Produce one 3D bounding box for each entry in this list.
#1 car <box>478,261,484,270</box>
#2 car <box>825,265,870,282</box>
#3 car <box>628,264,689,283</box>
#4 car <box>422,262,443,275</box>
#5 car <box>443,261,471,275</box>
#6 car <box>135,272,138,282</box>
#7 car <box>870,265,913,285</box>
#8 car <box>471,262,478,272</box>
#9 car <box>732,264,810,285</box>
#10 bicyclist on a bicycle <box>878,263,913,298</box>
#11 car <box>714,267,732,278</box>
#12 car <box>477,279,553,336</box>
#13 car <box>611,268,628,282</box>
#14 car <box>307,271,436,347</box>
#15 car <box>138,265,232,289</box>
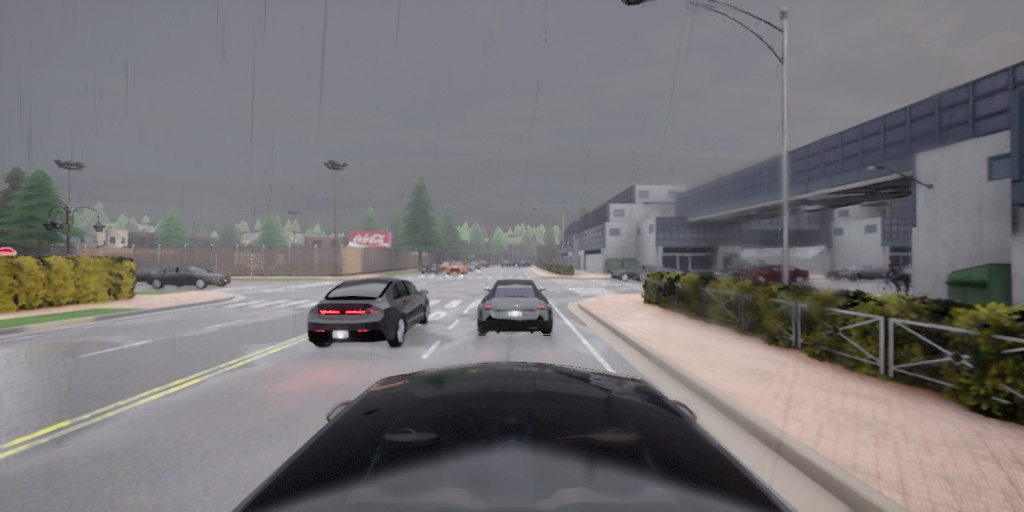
[{"bbox_3d":[-6.694,1.771,64.829,1.837,1.490,4.892,0,0,1],"label":"car"},{"bbox_3d":[31.379,1.547,32.095,5.357,1.411,2.033,0,0,0],"label":"car"},{"bbox_3d":[11.848,1.535,28.628,4.181,1.385,1.994,0,0,-1],"label":"car"},{"bbox_3d":[-10.407,1.682,46.769,1.994,1.385,4.181,0,0,1],"label":"car"},{"bbox_3d":[-6.917,1.461,45.625,2.097,1.767,4.553,0,0,1],"label":"car"},{"bbox_3d":[-27.476,1.439,28.023,4.902,1.511,2.128,0,0,0],"label":"car"},{"bbox_3d":[32.320,1.463,28.590,4.902,1.511,2.128,0,0,0],"label":"car"},{"bbox_3d":[-6.833,1.783,54.609,1.895,1.301,4.718,0,0,1],"label":"car"},{"bbox_3d":[20.820,1.448,28.615,5.008,1.535,1.882,0,0,0],"label":"car"},{"bbox_3d":[18.328,1.180,17.138,0.582,1.620,1.656,0,-1,0],"label":"bicyclist on a bicycle"},{"bbox_3d":[20.783,1.491,32.115,4.902,1.511,2.128,0,0,0],"label":"car"},{"bbox_3d":[0.083,1.388,10.746,1.994,1.385,4.181,0,0,0],"label":"car"},{"bbox_3d":[11.367,1.504,32.172,4.892,1.490,1.837,0,0,1],"label":"car"},{"bbox_3d":[-3.452,1.318,9.485,1.837,1.490,4.892,0,0,-2],"label":"car"},{"bbox_3d":[-21.823,1.422,24.326,4.892,1.490,1.837,0,0,0],"label":"car"}]
